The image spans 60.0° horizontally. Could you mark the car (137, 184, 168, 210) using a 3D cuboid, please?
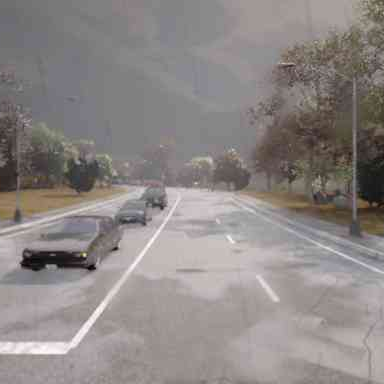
[{"bbox_3d":[-3.564,0.550,31.823,2.150,2.045,5.566,0,3,1],"label":"car"}]

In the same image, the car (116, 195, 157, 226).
[{"bbox_3d":[-3.594,1.238,21.323,1.837,1.490,4.892,0,2,0],"label":"car"}]

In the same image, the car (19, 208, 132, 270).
[{"bbox_3d":[-3.603,1.498,11.151,2.033,1.411,5.357,0,1,0],"label":"car"}]

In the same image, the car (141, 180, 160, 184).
[{"bbox_3d":[-11.260,-2.480,94.352,2.150,2.045,5.566,0,3,-40],"label":"car"}]
